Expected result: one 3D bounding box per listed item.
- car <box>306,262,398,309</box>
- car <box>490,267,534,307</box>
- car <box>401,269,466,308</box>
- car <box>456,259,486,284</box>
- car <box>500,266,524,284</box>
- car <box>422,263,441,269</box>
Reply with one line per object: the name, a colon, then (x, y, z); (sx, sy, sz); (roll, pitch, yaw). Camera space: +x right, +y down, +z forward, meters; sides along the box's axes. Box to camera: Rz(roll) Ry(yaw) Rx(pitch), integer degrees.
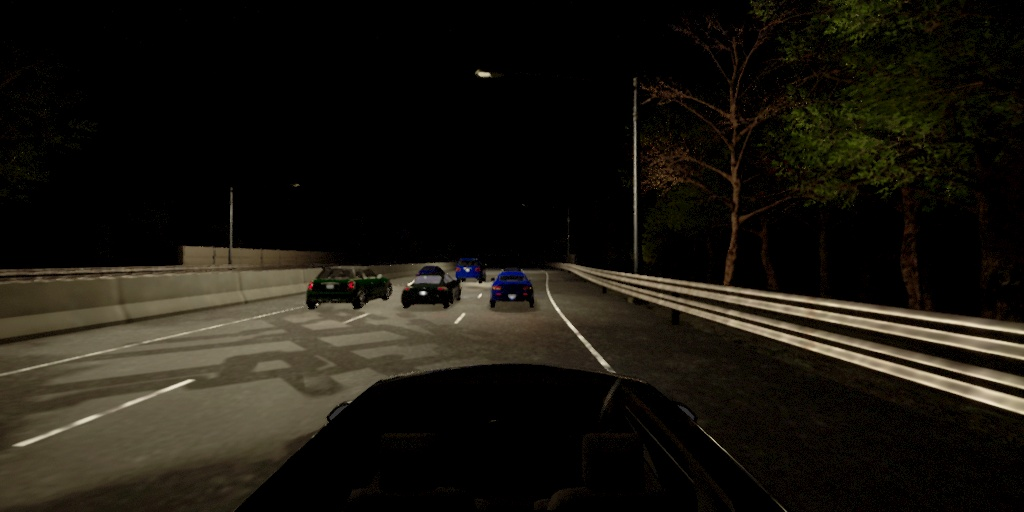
car: (-6.993, 1.235, 15.921); (2.097, 1.767, 4.553); (0, -1, 0)
car: (0.010, 1.413, 16.216); (1.812, 1.442, 4.674); (0, 0, 0)
car: (-3.491, 1.451, 16.135); (1.994, 1.385, 4.181); (0, -1, 0)
car: (-3.489, 1.250, 30.875); (2.150, 2.045, 5.566); (0, 0, 0)
car: (0.016, 1.601, 31.189); (1.994, 1.385, 4.181); (0, -1, 0)
car: (-6.985, 1.562, 31.224); (1.812, 1.442, 4.674); (0, 0, 0)
